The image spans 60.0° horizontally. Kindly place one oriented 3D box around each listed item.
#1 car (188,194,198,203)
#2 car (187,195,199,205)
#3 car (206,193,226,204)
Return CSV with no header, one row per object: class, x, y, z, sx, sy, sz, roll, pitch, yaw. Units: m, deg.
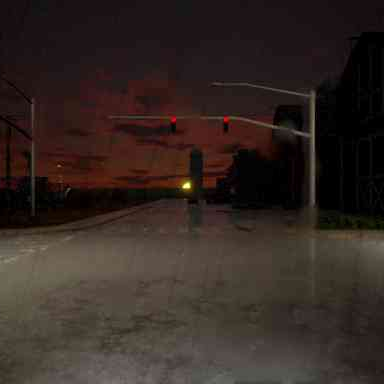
car,0.179,1.349,67.303,2.097,1.767,4.553,0,0,0
car,0.194,1.493,57.563,2.033,1.411,5.357,0,-1,1
car,4.321,1.142,59.865,1.905,1.878,3.866,-8,3,-42
